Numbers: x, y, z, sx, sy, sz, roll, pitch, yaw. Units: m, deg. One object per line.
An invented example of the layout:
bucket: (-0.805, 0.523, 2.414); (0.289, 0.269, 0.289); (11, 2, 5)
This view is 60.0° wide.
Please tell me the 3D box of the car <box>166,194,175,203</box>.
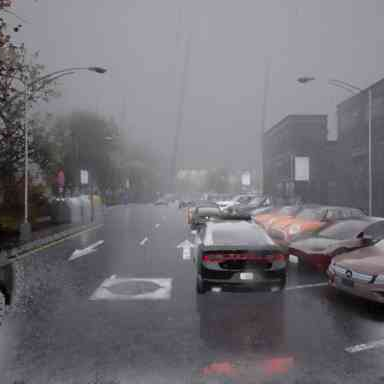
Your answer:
car: (-5.156, 1.428, 76.459); (2.150, 2.045, 5.566); (0, 0, 3)

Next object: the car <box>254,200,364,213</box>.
car: (5.125, 1.366, 13.283); (4.553, 1.767, 2.185); (1, 0, -21)

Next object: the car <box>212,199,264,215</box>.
car: (4.752, 1.560, 34.271); (4.792, 1.488, 2.163); (1, 0, -21)

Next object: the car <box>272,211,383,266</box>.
car: (5.113, 1.518, 10.262); (4.792, 1.488, 2.163); (1, 0, -21)

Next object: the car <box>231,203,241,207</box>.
car: (4.996, 1.538, 19.279); (4.674, 1.452, 2.002); (1, 0, -21)

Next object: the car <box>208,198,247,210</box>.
car: (4.640, 1.600, 43.295); (4.674, 1.452, 2.002); (1, 0, -21)

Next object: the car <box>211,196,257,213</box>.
car: (4.701, 1.414, 37.286); (4.553, 1.767, 2.185); (1, 0, -21)

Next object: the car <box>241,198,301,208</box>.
car: (5.078, 1.369, 16.284); (4.553, 1.767, 2.185); (1, 0, -21)

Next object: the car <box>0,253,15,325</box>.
car: (-4.005, 1.492, 3.888); (2.128, 1.511, 4.902); (0, 0, -1)

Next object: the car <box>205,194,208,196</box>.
car: (4.626, 1.446, 46.304); (4.553, 1.767, 2.185); (1, 0, -21)

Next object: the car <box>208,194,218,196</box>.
car: (4.799, 1.270, 31.273); (5.566, 2.045, 2.435); (1, 0, -21)

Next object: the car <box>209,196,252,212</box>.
car: (4.655, 1.424, 40.286); (4.553, 1.767, 2.185); (1, 0, -21)

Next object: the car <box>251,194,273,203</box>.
car: (16.971, 1.463, 80.560); (2.435, 2.045, 5.566); (0, 0, -22)

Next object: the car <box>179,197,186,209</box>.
car: (-0.766, 1.441, 46.848); (2.097, 1.767, 4.553); (0, 0, 0)

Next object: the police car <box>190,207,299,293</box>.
police car: (1.015, 1.427, 9.026); (1.930, 1.638, 5.238); (0, 0, -1)

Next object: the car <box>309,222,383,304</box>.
car: (5.193, 1.527, 7.271); (4.674, 1.452, 2.002); (1, 0, -21)

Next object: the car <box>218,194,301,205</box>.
car: (4.945, 1.251, 22.257); (5.566, 2.045, 2.435); (1, 0, -21)

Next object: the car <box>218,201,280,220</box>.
car: (4.837, 1.544, 28.271); (4.792, 1.488, 2.163); (1, 0, -21)

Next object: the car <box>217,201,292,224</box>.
car: (4.737, 1.503, 25.211); (5.366, 1.575, 1.946); (1, 0, -21)

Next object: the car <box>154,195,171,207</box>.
car: (-5.062, 1.685, 55.153); (1.994, 1.385, 4.181); (0, 0, -1)

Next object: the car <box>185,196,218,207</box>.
car: (0.760, 1.373, 24.885); (2.097, 1.767, 4.553); (0, 0, -1)

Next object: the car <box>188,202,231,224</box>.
car: (0.854, 1.518, 18.915); (1.837, 1.490, 4.892); (0, 0, -1)
